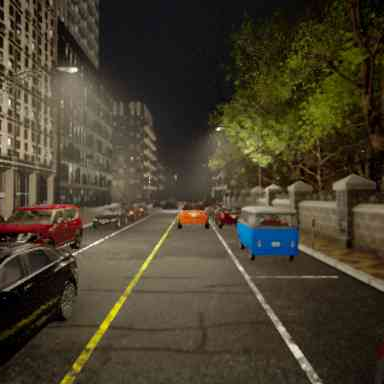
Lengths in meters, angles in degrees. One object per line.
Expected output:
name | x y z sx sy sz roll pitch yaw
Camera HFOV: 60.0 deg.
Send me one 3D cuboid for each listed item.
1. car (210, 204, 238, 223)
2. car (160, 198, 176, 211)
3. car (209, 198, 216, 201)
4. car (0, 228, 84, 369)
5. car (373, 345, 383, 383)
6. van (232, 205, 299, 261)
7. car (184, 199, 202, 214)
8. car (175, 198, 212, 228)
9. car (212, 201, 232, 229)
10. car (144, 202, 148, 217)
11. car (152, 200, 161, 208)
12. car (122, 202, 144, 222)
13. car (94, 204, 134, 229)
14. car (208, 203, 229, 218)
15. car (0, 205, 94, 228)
car | 2.697 1.828 28.982 1.947 1.339 4.313 1 0 0
car | -3.071 1.985 48.370 1.994 1.385 4.181 0 -1 0
car | 2.699 1.756 50.897 2.192 1.841 5.009 1 0 0
car | -3.101 1.535 4.565 2.128 1.511 4.902 0 -1 0
car | 2.698 1.457 1.589 1.967 1.590 4.097 1 -1 0
van | 2.699 1.459 12.548 1.690 1.788 3.998 1 -1 0
car | 0.099 1.716 41.359 2.097 1.767 4.553 0 -1 0
car | 0.101 1.573 24.108 2.097 1.767 4.553 0 0 0
car | 2.698 1.655 23.503 1.967 1.590 4.097 1 0 0
car | -5.682 1.748 34.482 1.967 1.590 4.097 1 0 0
car | -5.684 2.034 56.378 2.008 1.369 4.403 1 0 0
car | -5.682 1.702 29.009 1.967 1.590 4.097 1 0 0
car | -5.684 1.766 23.532 2.008 1.369 4.403 1 -1 0
car | 2.697 1.890 34.459 1.802 1.307 4.206 1 0 0
car | -5.681 1.433 12.586 2.192 1.841 5.009 1 -1 0
